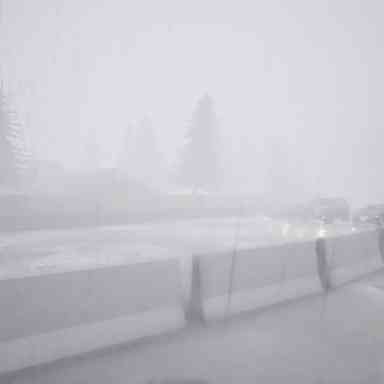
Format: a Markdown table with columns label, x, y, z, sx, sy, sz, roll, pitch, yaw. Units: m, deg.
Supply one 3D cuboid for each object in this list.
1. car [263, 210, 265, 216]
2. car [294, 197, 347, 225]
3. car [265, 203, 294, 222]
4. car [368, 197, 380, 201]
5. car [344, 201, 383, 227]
| label | x | y | z | sx | sy | sz | roll | pitch | yaw |
| --- | --- | --- | --- | --- | --- | --- | --- | --- | --- |
| car | 9.322 | 1.901 | 35.192 | 1.994 | 1.385 | 4.181 | -1 | -1 | 44 |
| car | 10.810 | 1.450 | 26.761 | 5.566 | 2.045 | 2.150 | 1 | -1 | -44 |
| car | 8.904 | 1.784 | 29.803 | 4.892 | 1.490 | 1.837 | 1 | -1 | -44 |
| car | 33.760 | 1.577 | 61.729 | 1.812 | 1.442 | 4.674 | -1 | -1 | 30 |
| car | 13.466 | 1.669 | 24.481 | 4.902 | 1.511 | 2.128 | 0 | -1 | -44 |
